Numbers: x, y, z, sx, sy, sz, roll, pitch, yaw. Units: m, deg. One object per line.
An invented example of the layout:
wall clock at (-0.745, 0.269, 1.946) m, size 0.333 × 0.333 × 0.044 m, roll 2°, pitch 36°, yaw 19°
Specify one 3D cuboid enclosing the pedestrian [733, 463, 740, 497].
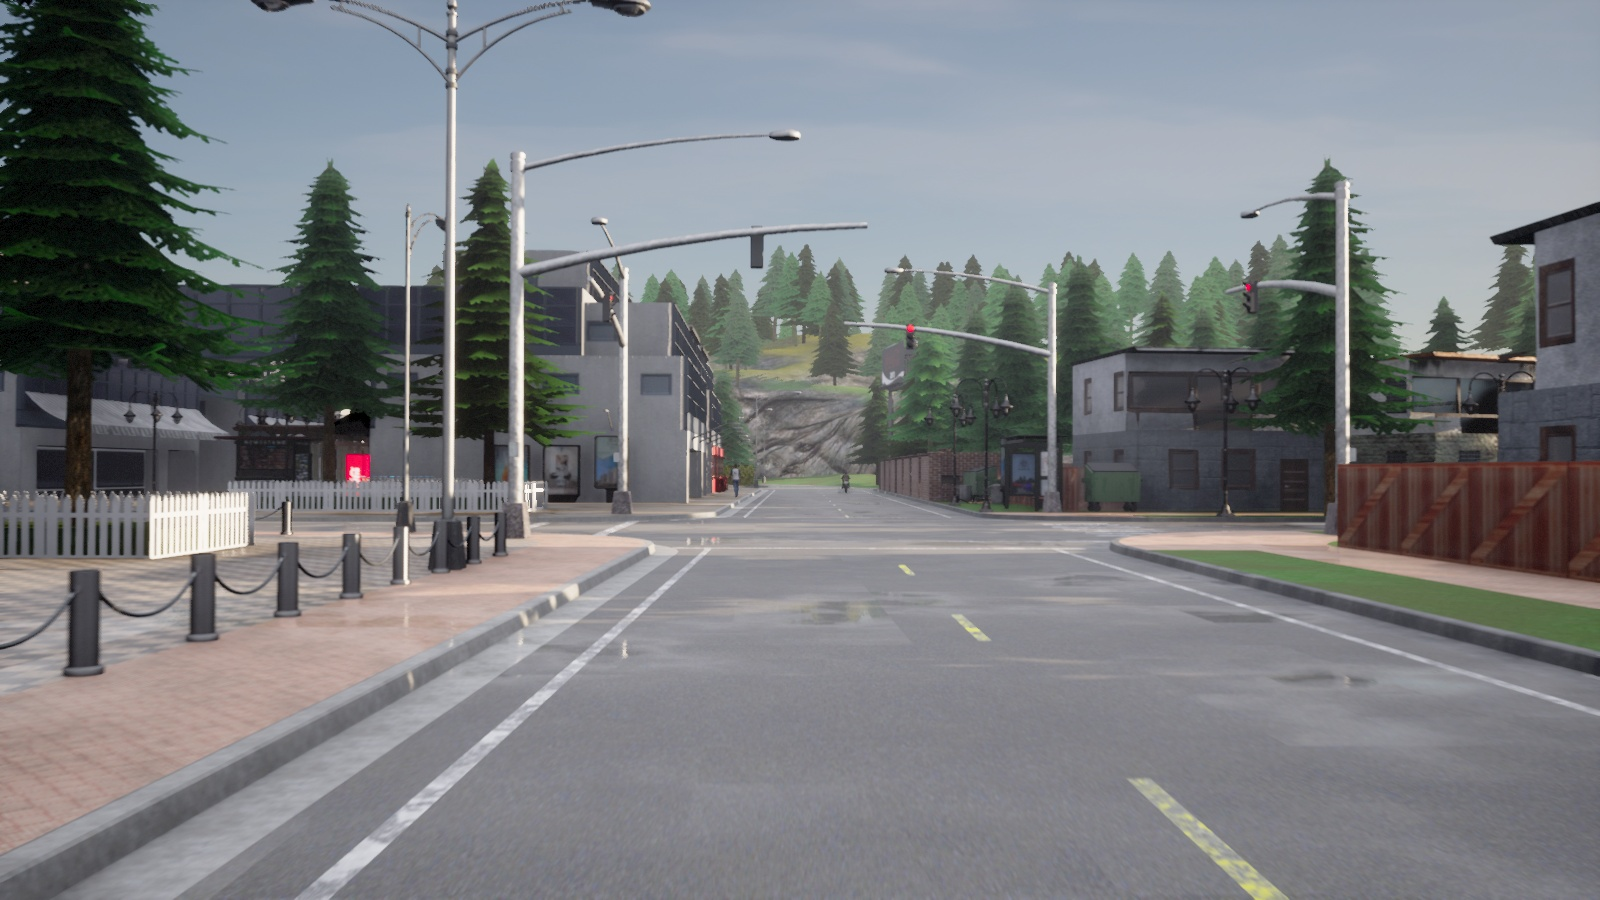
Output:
pedestrian at (-3.422, 1.620, 67.546) m, size 0.354 × 1.836 × 0.706 m, roll 0°, pitch -1°, yaw -3°
